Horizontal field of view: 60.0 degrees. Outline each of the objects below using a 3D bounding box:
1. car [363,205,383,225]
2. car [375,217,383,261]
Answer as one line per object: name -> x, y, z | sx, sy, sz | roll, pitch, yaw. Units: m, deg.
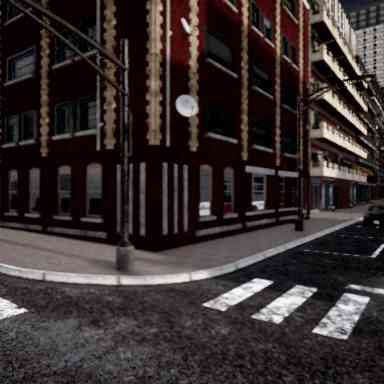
car -> 13.155, 1.581, 23.190 | 1.947, 1.339, 4.313 | 0, 0, 36
car -> 7.317, 1.555, 10.429 | 2.033, 1.411, 5.357 | 0, 0, 36
